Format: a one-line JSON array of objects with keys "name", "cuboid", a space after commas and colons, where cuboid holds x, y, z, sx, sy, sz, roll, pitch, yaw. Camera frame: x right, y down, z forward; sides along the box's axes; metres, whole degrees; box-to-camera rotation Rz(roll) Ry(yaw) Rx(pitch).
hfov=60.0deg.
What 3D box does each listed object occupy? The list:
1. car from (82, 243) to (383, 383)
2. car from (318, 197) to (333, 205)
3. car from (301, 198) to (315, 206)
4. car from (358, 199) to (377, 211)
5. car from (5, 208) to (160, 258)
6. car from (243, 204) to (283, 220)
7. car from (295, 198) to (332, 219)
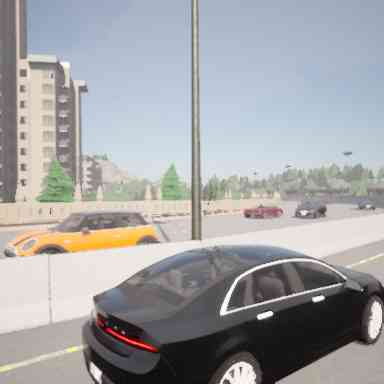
[{"name": "car", "cuboid": [0.985, 1.518, 4.737, 4.892, 1.490, 1.837, 0, 0, -37]}, {"name": "car", "cuboid": [27.091, 1.869, 67.467, 1.882, 1.535, 5.008, 0, -1, 11]}, {"name": "car", "cuboid": [23.600, 1.948, 67.778, 2.128, 1.511, 4.902, 0, -1, 11]}, {"name": "car", "cuboid": [23.372, 1.691, 44.369, 2.128, 1.511, 4.902, 0, -1, 25]}, {"name": "car", "cuboid": [-3.315, 1.396, 10.525, 4.553, 1.767, 2.097, 0, 0, -39]}, {"name": "car", "cuboid": [6.489, 1.731, 30.032, 1.895, 1.301, 4.718, 0, -1, 38]}, {"name": "car", "cuboid": [10.891, 1.613, 30.132, 2.128, 1.511, 4.902, 0, 0, 36]}]
